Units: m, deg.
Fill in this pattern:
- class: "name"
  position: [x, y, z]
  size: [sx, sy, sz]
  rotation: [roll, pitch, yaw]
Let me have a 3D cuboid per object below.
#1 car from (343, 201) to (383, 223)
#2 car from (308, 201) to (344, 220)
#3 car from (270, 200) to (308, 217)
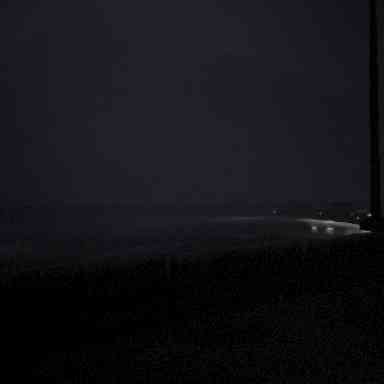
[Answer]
- class: "car"
  position: [13.790, 1.576, 24.905]
  size: [4.674, 1.442, 1.812]
  rotation: [1, 0, -32]
- class: "car"
  position: [12.447, 1.523, 28.190]
  size: [4.892, 1.490, 1.837]
  rotation: [0, 0, -32]
- class: "car"
  position: [9.288, 1.460, 30.346]
  size: [4.902, 1.511, 2.128]
  rotation: [1, 0, -32]
